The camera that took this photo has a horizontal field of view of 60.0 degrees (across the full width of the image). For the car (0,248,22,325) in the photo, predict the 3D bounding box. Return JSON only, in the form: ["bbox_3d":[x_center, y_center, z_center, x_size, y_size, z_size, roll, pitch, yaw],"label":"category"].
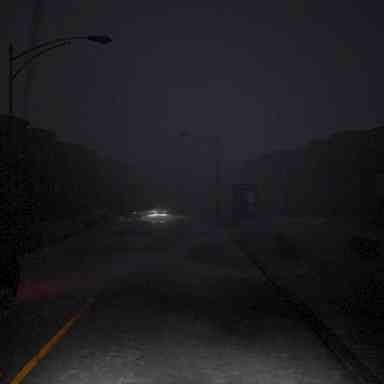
[{"bbox_3d":[-4.095,1.490,4.235,2.128,1.511,4.902,0,0,0],"label":"car"}]

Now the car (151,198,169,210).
[{"bbox_3d":[-4.026,1.491,42.366,2.128,1.511,4.902,0,0,0],"label":"car"}]
